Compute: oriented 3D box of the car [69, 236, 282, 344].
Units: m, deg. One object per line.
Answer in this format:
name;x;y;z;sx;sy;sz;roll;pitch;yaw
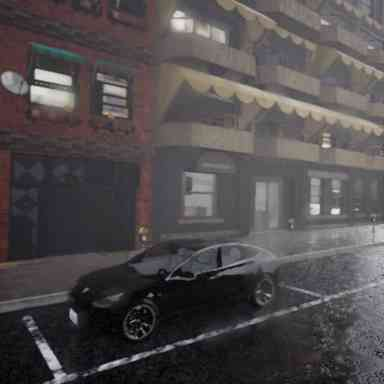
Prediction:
car;-0.079;1.599;6.490;4.313;1.339;1.947;1;0;-35
